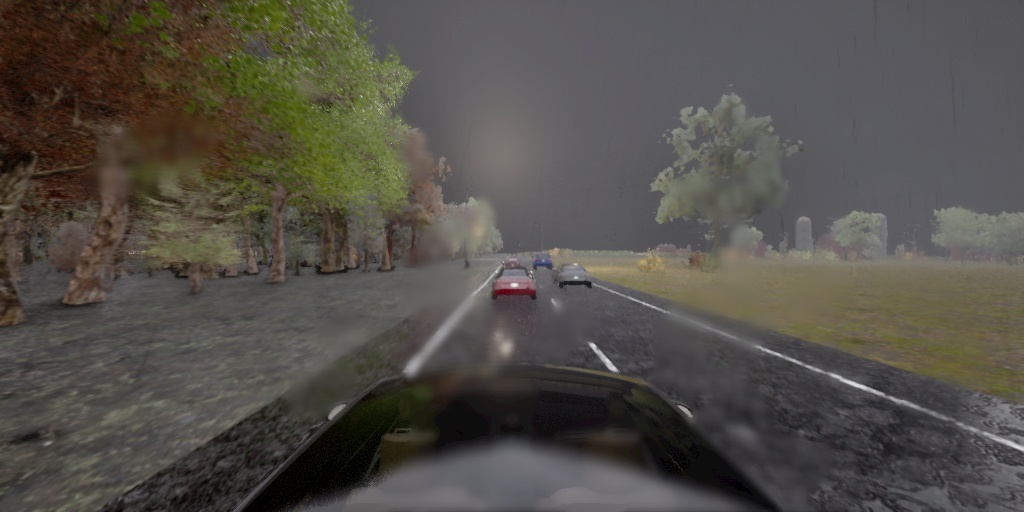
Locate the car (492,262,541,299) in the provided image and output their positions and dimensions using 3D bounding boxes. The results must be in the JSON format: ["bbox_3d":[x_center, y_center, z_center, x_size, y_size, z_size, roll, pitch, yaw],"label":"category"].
[{"bbox_3d":[0.105,1.180,17.126,1.994,1.385,4.181,0,1,0],"label":"car"}]

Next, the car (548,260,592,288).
[{"bbox_3d":[3.566,1.139,21.865,1.994,1.385,4.181,0,1,0],"label":"car"}]

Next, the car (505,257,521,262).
[{"bbox_3d":[0.115,0.892,44.929,1.812,1.442,4.674,0,1,0],"label":"car"}]

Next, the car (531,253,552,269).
[{"bbox_3d":[3.610,0.601,43.692,2.150,2.045,5.566,0,1,0],"label":"car"}]
